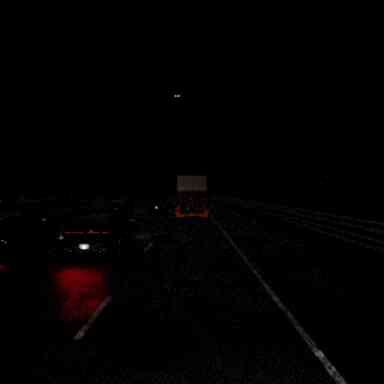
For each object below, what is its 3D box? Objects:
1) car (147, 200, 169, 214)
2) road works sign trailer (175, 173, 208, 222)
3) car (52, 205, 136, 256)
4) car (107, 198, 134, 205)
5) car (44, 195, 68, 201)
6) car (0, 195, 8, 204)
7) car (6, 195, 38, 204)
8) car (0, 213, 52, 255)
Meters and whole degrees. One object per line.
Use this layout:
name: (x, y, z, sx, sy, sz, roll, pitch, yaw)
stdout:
car: (-3.398, 1.456, 33.920, 1.994, 1.385, 4.181, 0, 0, 0)
road works sign trailer: (0.002, 0.384, 25.202, 2.380, 3.560, 2.880, 0, 0, 0)
car: (-3.398, 1.463, 12.907, 1.837, 1.490, 4.892, 0, 0, 0)
car: (-6.897, 1.374, 32.512, 1.882, 1.535, 5.008, 0, 0, 0)
car: (-17.578, 1.222, 43.130, 2.097, 1.767, 4.553, 0, 0, 0)
car: (-24.577, 1.221, 43.147, 2.097, 1.767, 4.553, 0, 0, 0)
car: (-21.081, 1.397, 42.110, 1.812, 1.442, 4.674, 0, 0, 0)
car: (-6.898, 1.522, 13.163, 1.994, 1.385, 4.181, 0, 0, 0)
